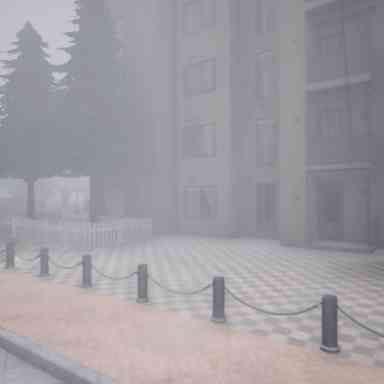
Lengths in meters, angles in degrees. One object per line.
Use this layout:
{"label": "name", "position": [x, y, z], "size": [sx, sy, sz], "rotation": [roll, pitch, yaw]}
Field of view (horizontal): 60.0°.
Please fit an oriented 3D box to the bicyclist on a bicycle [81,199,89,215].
{"label": "bicyclist on a bicycle", "position": [-9.929, 1.451, 31.107], "size": [1.656, 1.620, 0.582], "rotation": [-1, 0, 37]}
